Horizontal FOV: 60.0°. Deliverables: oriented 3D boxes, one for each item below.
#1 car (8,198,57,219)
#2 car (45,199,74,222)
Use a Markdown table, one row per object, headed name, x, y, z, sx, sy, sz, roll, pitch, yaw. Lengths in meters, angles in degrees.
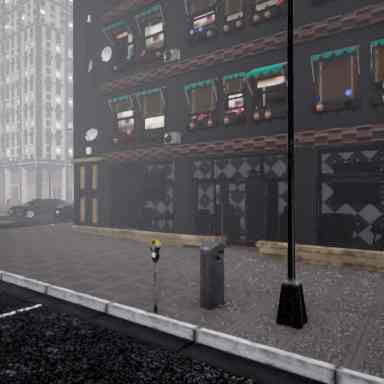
| name | x | y | z | sx | sy | sz | roll | pitch | yaw |
| --- | --- | --- | --- | --- | --- | --- | --- | --- | --- |
| car | -11.901 | 1.239 | 26.400 | 1.837 | 1.490 | 4.892 | 0 | 1 | 35 |
| car | -7.336 | 1.279 | 22.805 | 1.947 | 1.339 | 4.313 | 1 | 1 | 35 |
